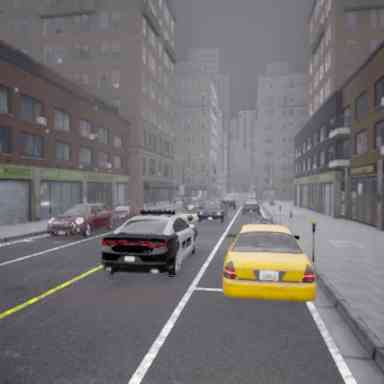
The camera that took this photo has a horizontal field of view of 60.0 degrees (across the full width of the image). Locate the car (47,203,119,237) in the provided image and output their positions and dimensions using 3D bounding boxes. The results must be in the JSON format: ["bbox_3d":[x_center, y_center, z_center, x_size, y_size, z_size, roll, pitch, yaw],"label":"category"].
[{"bbox_3d":[-5.612,1.338,17.145,1.967,1.590,4.097,0,0,10],"label":"car"}]

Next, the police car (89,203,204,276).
[{"bbox_3d":[-1.027,1.379,10.471,1.930,1.638,5.238,0,0,10],"label":"police car"}]

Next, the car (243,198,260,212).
[{"bbox_3d":[6.723,1.423,37.826,1.752,1.417,4.829,0,0,10],"label":"car"}]

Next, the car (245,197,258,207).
[{"bbox_3d":[8.642,1.446,48.659,1.802,1.307,4.206,0,0,10],"label":"car"}]

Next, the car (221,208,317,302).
[{"bbox_3d":[1.801,1.438,8.380,1.801,1.575,5.366,0,0,10],"label":"car"}]

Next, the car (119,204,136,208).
[{"bbox_3d":[-4.638,1.465,22.645,1.802,1.307,4.206,0,0,10],"label":"car"}]

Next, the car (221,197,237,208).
[{"bbox_3d":[4.574,1.345,41.642,1.882,1.535,5.008,0,0,10],"label":"car"}]

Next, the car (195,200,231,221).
[{"bbox_3d":[1.667,1.517,25.231,1.895,1.301,4.718,0,0,10],"label":"car"}]

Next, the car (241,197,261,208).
[{"bbox_3d":[5.719,1.466,32.158,2.008,1.369,4.403,0,0,10],"label":"car"}]

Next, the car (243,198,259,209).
[{"bbox_3d":[7.668,1.447,43.159,1.947,1.339,4.313,0,0,10],"label":"car"}]

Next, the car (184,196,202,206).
[{"bbox_3d":[0.228,1.346,50.147,1.887,1.381,4.507,0,0,10],"label":"car"}]

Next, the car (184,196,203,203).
[{"bbox_3d":[0.281,1.356,35.576,2.128,1.511,4.902,0,0,10],"label":"car"}]
